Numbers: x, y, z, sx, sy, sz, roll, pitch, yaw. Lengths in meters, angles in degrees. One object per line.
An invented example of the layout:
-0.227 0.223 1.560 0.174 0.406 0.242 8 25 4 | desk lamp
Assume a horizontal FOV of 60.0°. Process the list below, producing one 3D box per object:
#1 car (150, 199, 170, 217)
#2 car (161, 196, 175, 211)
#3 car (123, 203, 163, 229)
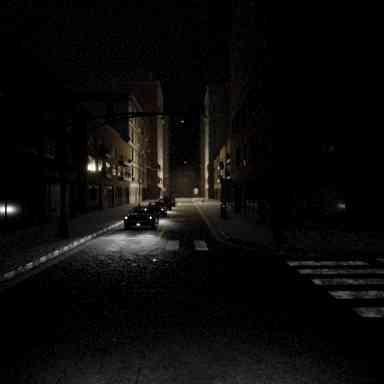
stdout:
-3.324 1.591 30.905 1.895 1.301 4.718 0 0 -1 | car
-3.444 1.547 40.179 1.994 1.385 4.181 0 0 0 | car
-3.185 1.596 21.733 1.895 1.301 4.718 0 0 -1 | car
